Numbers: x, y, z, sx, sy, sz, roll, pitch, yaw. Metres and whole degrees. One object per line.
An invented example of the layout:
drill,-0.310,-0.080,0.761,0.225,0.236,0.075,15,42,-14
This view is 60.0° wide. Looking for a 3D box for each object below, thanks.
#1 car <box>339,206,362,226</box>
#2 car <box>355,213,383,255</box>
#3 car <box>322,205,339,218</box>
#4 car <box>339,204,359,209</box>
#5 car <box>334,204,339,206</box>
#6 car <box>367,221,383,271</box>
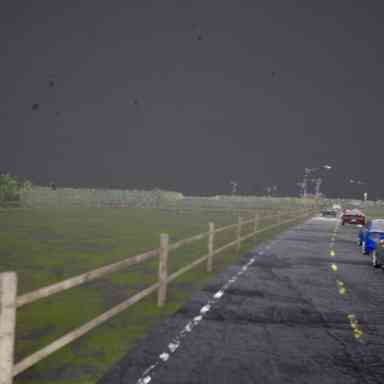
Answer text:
car,15.454,2.444,31.872,1.882,1.535,5.008,2,-1,25
car,8.878,2.006,15.372,1.882,1.535,5.008,2,-1,23
car,19.574,2.891,47.381,1.895,1.301,4.718,2,-1,25
car,19.779,2.460,41.264,2.150,2.045,5.566,2,-1,25
car,36.241,3.858,83.497,1.812,1.442,4.674,3,-1,25
car,6.695,1.888,9.882,1.837,1.490,4.892,2,-1,21
